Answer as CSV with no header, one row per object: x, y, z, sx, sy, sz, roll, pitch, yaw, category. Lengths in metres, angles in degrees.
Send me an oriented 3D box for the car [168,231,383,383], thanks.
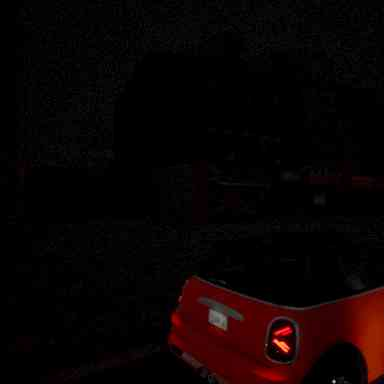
1.999,1.351,4.707,4.553,1.767,2.097,0,0,-36,car
